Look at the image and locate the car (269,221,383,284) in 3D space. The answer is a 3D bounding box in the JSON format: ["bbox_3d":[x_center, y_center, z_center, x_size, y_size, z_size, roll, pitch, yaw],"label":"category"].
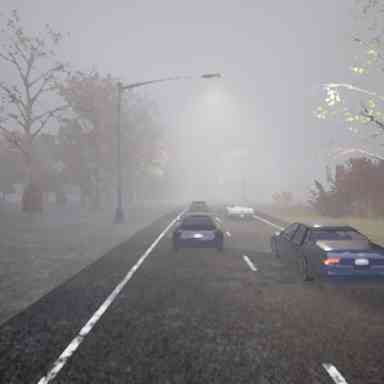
[{"bbox_3d":[3.671,1.547,9.651,2.033,1.411,5.357,0,0,1],"label":"car"}]

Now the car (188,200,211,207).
[{"bbox_3d":[0.667,1.503,30.572,1.837,1.490,4.892,0,0,2],"label":"car"}]

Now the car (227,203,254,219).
[{"bbox_3d":[4.106,1.599,28.917,1.895,1.301,4.718,0,0,2],"label":"car"}]

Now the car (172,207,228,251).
[{"bbox_3d":[0.241,1.563,14.122,1.994,1.385,4.181,0,0,1],"label":"car"}]
